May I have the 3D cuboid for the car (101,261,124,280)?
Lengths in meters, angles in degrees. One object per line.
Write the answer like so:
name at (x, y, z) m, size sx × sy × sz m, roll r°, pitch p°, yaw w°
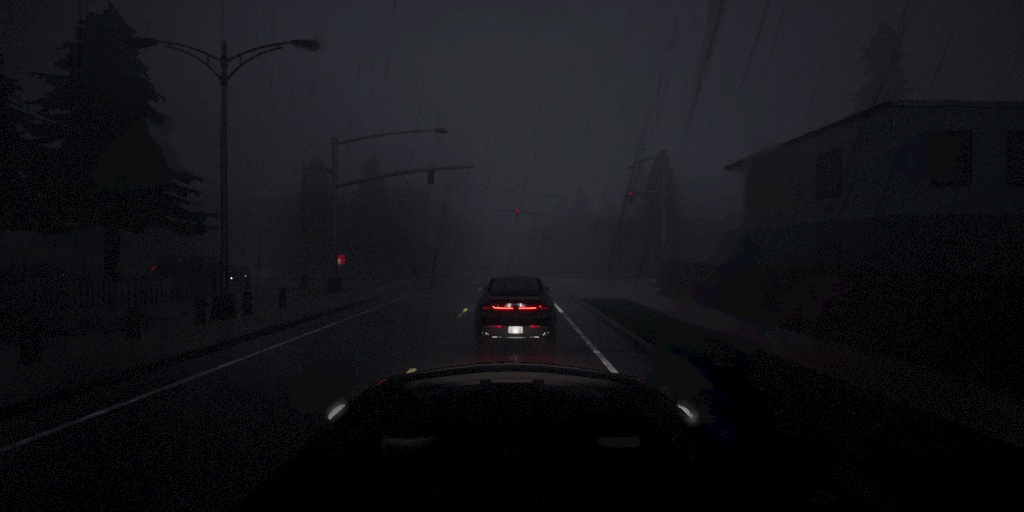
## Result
car at (-32.563, 1.327, 27.392) m, size 4.181 × 1.385 × 1.994 m, roll 0°, pitch 0°, yaw -2°

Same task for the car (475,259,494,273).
car at (-3.496, 1.272, 44.164) m, size 1.812 × 1.442 × 4.674 m, roll 0°, pitch 0°, yaw -1°

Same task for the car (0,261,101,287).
car at (-31.103, 1.255, 23.748) m, size 4.902 × 1.511 × 2.128 m, roll 0°, pitch 0°, yaw -1°

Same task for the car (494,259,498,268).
car at (-3.461, 1.271, 54.300) m, size 1.812 × 1.442 × 4.674 m, roll 0°, pitch 0°, yaw 0°

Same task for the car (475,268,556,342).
car at (0.092, 1.254, 9.715) m, size 1.837 × 1.490 × 4.892 m, roll 0°, pitch 0°, yaw 0°

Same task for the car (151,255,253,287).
car at (-20.665, 0.985, 24.025) m, size 5.566 × 2.045 × 2.150 m, roll 0°, pitch 0°, yaw -1°
